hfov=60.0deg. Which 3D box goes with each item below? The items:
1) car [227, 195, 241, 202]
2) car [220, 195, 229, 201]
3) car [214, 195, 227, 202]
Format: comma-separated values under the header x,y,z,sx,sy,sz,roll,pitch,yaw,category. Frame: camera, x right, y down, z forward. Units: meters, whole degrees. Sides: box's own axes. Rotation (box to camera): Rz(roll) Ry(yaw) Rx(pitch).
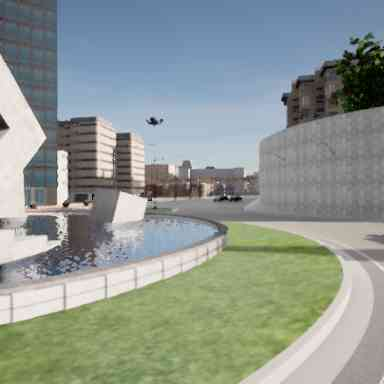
x,y,z,sx,sy,sz,roll,pitch,yaw,category
9.900,1.643,78.144,1.837,1.490,4.892,0,0,13,car
8.637,1.600,88.269,1.882,1.535,5.008,0,0,13,car
6.302,1.695,78.116,2.128,1.511,4.902,0,0,13,car
